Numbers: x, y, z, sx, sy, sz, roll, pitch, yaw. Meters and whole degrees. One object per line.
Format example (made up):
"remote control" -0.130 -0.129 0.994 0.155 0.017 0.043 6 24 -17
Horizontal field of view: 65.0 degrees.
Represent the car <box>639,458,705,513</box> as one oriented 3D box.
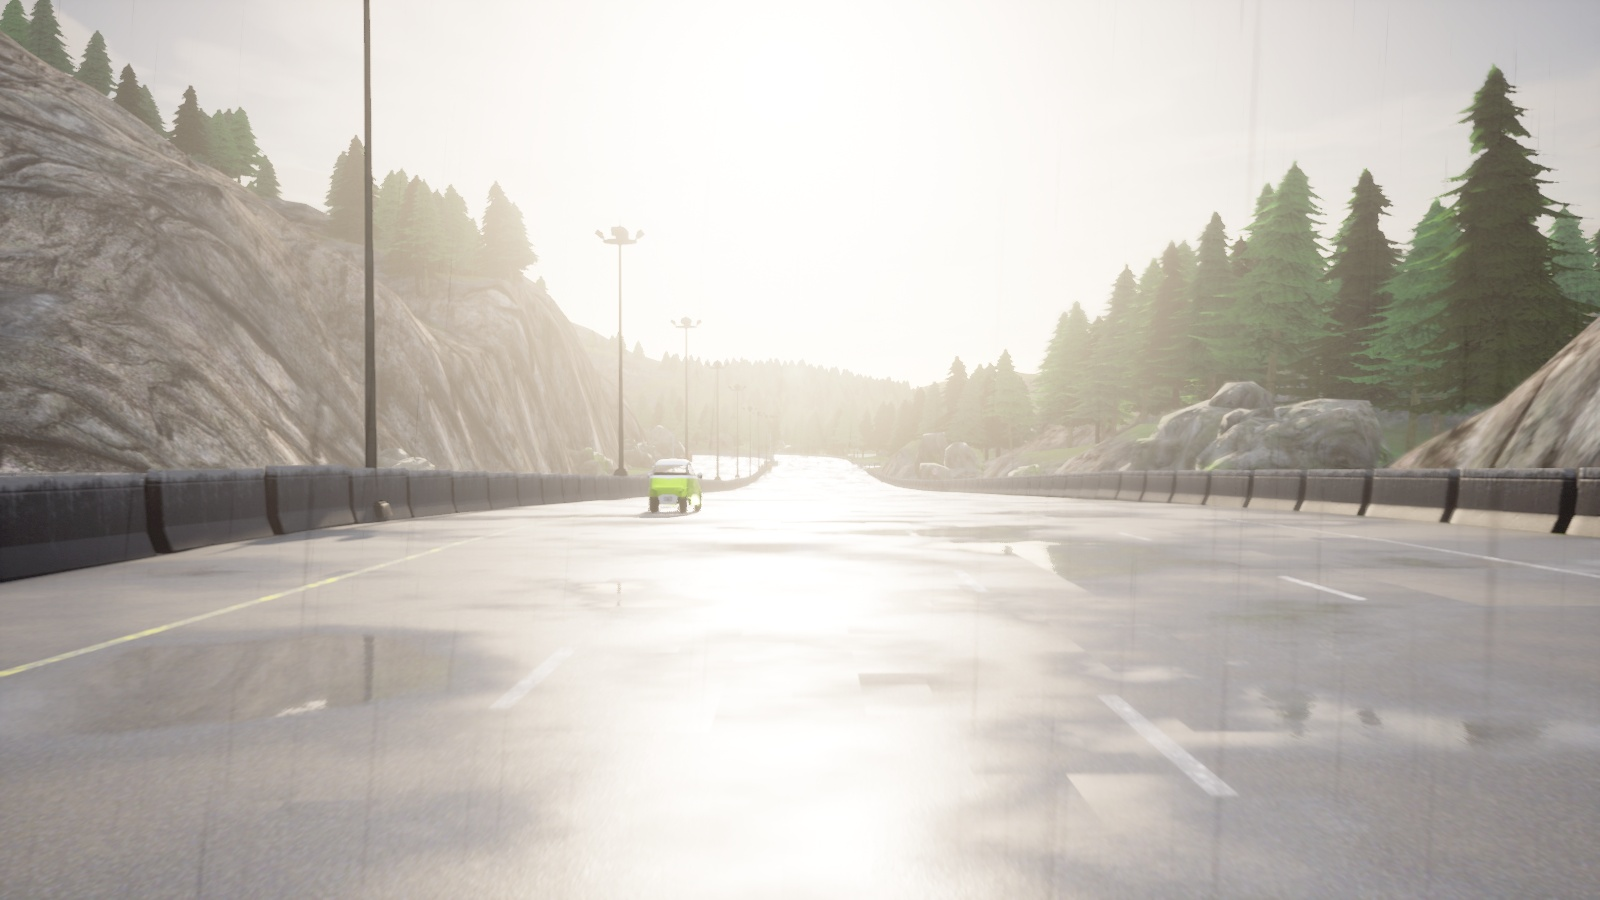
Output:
"car" -3.300 0.912 32.634 1.481 1.376 2.207 0 -1 0
